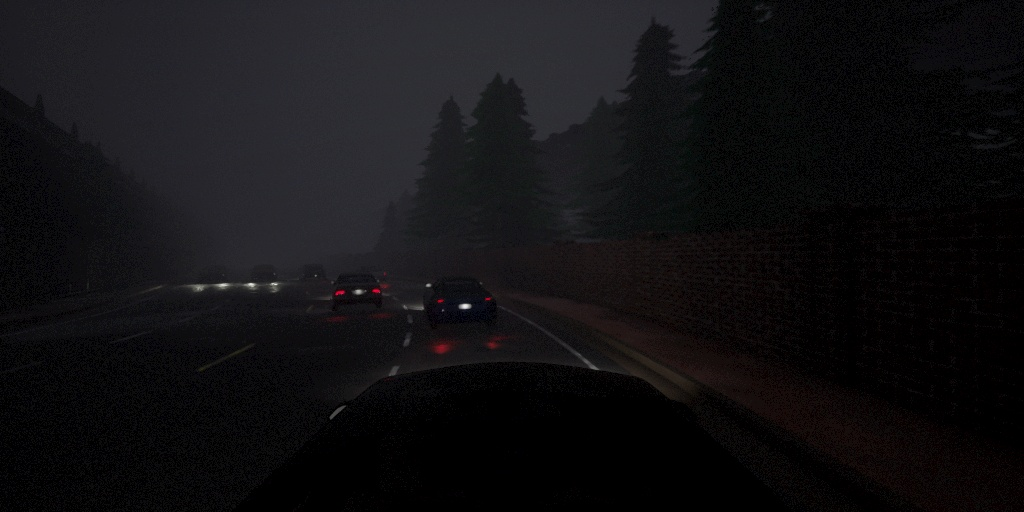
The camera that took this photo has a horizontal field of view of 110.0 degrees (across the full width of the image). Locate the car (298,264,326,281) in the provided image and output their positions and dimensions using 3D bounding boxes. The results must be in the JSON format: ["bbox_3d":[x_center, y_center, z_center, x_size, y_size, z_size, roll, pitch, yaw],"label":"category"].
[{"bbox_3d":[-18.561,1.485,33.327,1.837,1.490,4.892,-1,0,-35],"label":"car"}]

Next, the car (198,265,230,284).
[{"bbox_3d":[-25.939,1.538,31.312,1.882,1.535,5.008,-1,0,-35],"label":"car"}]

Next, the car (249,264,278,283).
[{"bbox_3d":[-22.283,1.498,32.214,1.882,1.535,5.008,-1,0,-35],"label":"car"}]

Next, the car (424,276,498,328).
[{"bbox_3d":[-1.800,1.341,11.637,1.994,1.385,4.181,-1,0,-15],"label":"car"}]

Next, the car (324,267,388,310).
[{"bbox_3d":[-6.678,1.382,15.371,2.033,1.411,5.357,-1,0,-25],"label":"car"}]
